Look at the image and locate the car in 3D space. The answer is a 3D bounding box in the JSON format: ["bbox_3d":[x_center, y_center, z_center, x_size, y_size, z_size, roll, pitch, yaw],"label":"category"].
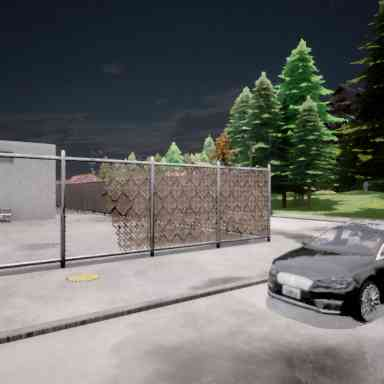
[{"bbox_3d":[3.740,1.491,7.274,4.902,1.511,2.128,0,0,-36],"label":"car"}]
